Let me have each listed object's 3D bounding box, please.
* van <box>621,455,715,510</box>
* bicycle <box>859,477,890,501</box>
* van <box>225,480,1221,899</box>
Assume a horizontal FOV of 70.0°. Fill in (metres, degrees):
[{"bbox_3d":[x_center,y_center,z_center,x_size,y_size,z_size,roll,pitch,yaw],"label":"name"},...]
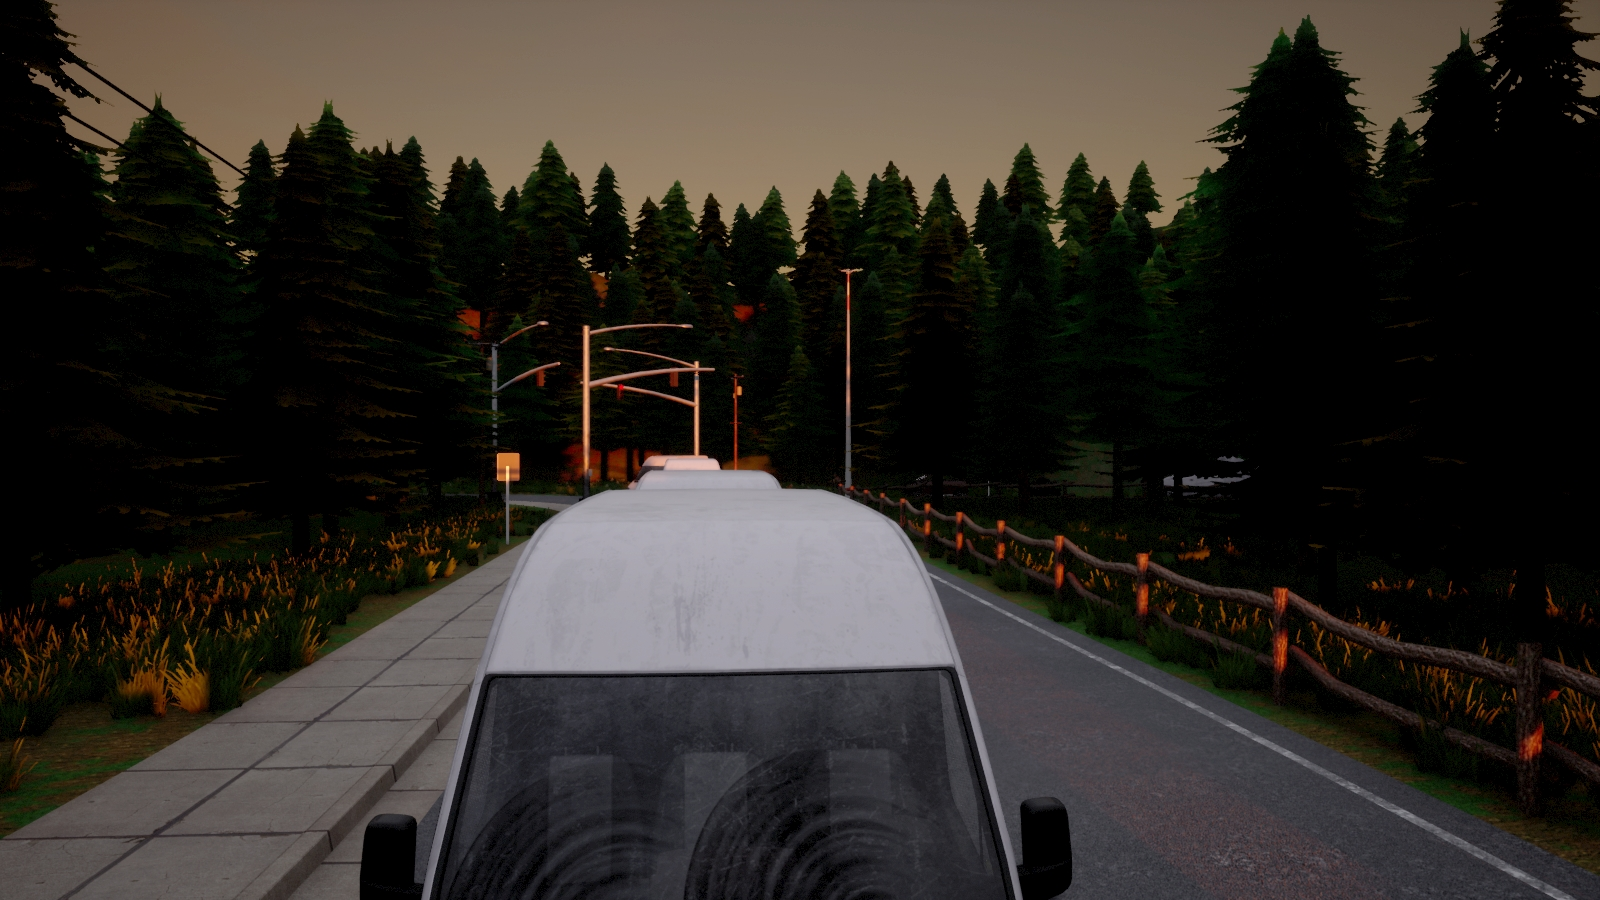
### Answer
[{"bbox_3d":[-6.385,1.515,56.029,1.988,2.561,5.915,0,0,22],"label":"van"},{"bbox_3d":[4.173,2.158,63.829,1.487,1.276,0.859,0,1,-19],"label":"bicycle"},{"bbox_3d":[-0.361,1.499,5.231,1.988,2.561,5.915,0,0,-5],"label":"van"}]
